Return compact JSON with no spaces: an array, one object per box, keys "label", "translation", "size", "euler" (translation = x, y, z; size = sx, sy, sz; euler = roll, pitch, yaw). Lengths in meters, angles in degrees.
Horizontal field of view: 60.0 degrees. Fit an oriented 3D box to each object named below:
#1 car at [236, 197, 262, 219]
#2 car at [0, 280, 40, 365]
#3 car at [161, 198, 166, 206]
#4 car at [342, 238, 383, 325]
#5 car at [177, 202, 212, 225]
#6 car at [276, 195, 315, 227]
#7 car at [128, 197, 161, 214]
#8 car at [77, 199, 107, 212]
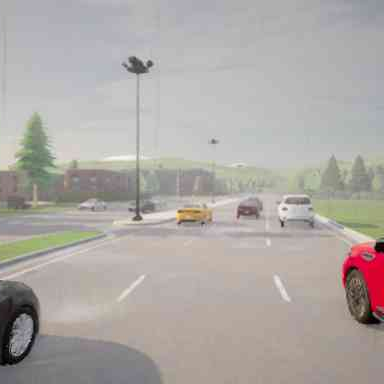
[{"label":"car","translation":[5.127,1.509,30.085],"size":[1.882,1.535,5.008],"euler":[0,0,13]},{"label":"car","translation":[-3.232,1.509,2.979],"size":[1.837,1.490,4.892],"euler":[0,0,3]},{"label":"car","translation":[-5.452,1.583,52.142],"size":[1.812,1.442,4.674],"euler":[0,0,13]},{"label":"car","translation":[3.779,1.225,3.920],"size":[2.150,2.045,5.566],"euler":[0,0,3]},{"label":"car","translation":[0.276,1.504,24.404],"size":[1.882,1.535,5.008],"euler":[0,0,12]},{"label":"car","translation":[7.194,1.245,23.355],"size":[2.150,2.045,5.566],"euler":[0,0,13]},{"label":"car","translation":[-5.432,1.532,36.478],"size":[2.128,1.511,4.902],"euler":[0,0,13]},{"label":"car","translation":[-11.840,1.571,39.877],"size":[1.812,1.442,4.674],"euler":[0,0,13]}]
